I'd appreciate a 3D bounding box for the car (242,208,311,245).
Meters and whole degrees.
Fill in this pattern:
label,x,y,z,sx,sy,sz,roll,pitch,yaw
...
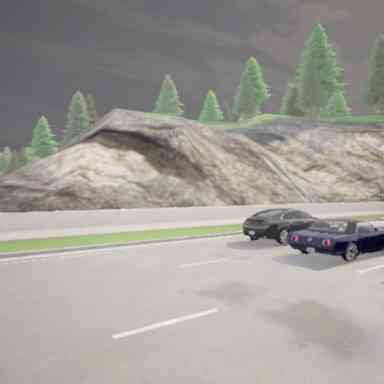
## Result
label,x,y,z,sx,sy,sz,roll,pitch,yaw
car,4.546,1.520,15.624,4.892,1.490,1.837,0,0,-35

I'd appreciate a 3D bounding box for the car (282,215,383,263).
label,x,y,z,sx,sy,sz,roll,pitch,yaw
car,5.715,1.616,12.168,4.718,1.301,1.895,0,0,-35
